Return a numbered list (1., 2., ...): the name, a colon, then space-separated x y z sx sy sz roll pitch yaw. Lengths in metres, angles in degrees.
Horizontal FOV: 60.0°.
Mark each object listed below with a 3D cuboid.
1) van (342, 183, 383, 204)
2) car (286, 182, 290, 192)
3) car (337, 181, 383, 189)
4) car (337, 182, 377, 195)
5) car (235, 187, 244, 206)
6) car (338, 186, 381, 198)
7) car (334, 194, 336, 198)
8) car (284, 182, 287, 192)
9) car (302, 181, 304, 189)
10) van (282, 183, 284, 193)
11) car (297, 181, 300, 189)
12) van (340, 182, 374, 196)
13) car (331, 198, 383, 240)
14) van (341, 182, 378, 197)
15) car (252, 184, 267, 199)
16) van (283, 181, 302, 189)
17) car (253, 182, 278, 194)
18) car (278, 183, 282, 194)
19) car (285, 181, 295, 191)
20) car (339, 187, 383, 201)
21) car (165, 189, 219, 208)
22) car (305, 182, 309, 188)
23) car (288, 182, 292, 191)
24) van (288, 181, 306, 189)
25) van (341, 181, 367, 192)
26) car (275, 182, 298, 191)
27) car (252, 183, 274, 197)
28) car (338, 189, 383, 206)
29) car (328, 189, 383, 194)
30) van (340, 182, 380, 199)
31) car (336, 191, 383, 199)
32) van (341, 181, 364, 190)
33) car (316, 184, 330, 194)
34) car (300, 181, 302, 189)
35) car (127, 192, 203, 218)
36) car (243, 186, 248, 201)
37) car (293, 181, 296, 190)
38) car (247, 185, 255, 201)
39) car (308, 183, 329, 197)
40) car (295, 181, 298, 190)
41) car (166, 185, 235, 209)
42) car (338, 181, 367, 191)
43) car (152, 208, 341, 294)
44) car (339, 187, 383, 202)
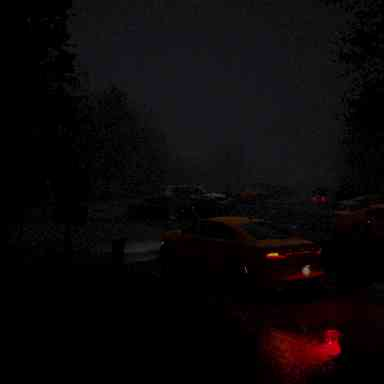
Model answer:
1. van: 17.983 0.122 34.529 4.442 1.987 1.878 1 3 24
2. car: 13.829 -0.530 57.583 4.792 1.488 2.163 1 2 24
3. car: 15.585 0.335 29.401 5.566 2.045 2.435 1 3 24
4. car: 25.730 -0.599 52.147 5.566 2.045 2.435 1 2 24
5. car: 1.535 0.612 29.664 5.366 1.575 1.946 1 3 24
6. car: 22.361 -0.065 44.566 5.008 1.535 2.097 1 2 24
7. car: 10.999 1.087 19.339 4.792 1.488 2.163 1 3 24
8. car: 12.694 -0.436 55.052 4.792 1.488 2.163 1 2 24
9. car: 22.938 -1.315 77.824 5.008 1.535 2.097 1 2 24
10. van: 11.691 -0.594 52.451 4.442 1.987 1.878 1 2 24
11. car: 19.366 -1.037 70.303 5.366 1.575 1.946 1 2 24
12. van: 24.516 -0.481 49.659 4.442 1.987 1.878 1 2 24
13. car: 8.805 1.289 14.390 5.008 1.535 2.097 1 3 24
14. van: 23.596 -0.383 47.037 4.442 1.987 1.878 1 2 24
15. car: 5.789 0.130 40.047 5.366 1.575 1.946 1 3 24
16. van: 25.108 -1.731 82.924 4.442 1.987 1.878 1 2 24
17. car: 9.342 -0.304 47.429 4.553 1.767 2.185 1 2 24
18. car: 10.475 -0.246 49.965 4.792 1.488 2.163 1 2 24
19. car: 15.959 -0.754 62.709 5.366 1.575 1.946 1 2 24
20. car: 20.117 0.162 39.508 4.792 1.488 2.163 1 2 24
21. car: -0.901 0.849 24.677 5.008 1.535 2.097 1 3 24
22. car: 26.377 -1.848 85.395 5.566 2.045 2.435 1 2 24
23. car: 14.965 -0.624 60.115 4.792 1.488 2.163 1 2 24
24. van: 28.509 -1.939 90.505 4.442 1.987 1.878 1 1 24
25. van: 31.581 -1.047 64.834 4.442 1.987 1.878 1 2 24
26. car: 20.643 -1.252 72.767 4.553 1.767 2.185 1 2 24
27. car: 7.213 0.028 42.314 5.366 1.575 1.946 1 3 24
28. car: 16.667 0.496 31.961 4.792 1.488 2.163 1 3 24
29. car: 13.124 0.816 24.451 5.366 1.575 1.946 1 3 24
30. van: 21.117 -0.195 42.063 4.442 1.987 1.878 1 2 24
31. car: 9.972 1.046 16.895 4.553 1.767 2.185 1 3 24
32. van: 36.115 -1.424 74.937 4.442 1.987 1.878 1 2 24
33. car: 22.457 -0.529 56.856 1.882 1.535 5.008 1 2 24
34. car: 21.779 -1.346 75.298 4.553 1.767 2.185 1 2 24
35. car: -2.068 0.997 22.162 4.792 1.488 2.163 1 3 24
36. car: 2.507 0.495 32.268 4.892 1.521 2.231 1 3 24
37. car: 17.269 -0.841 65.162 4.892 1.521 2.231 1 2 24
38. car: 3.468 0.369 34.876 5.366 1.575 1.946 1 3 24
39. car: 18.243 -0.165 47.467 2.128 1.511 4.902 1 2 24
40. car: 18.394 -0.936 67.698 4.892 1.521 2.231 1 2 24
41. car: 0.255 0.480 27.186 5.566 2.045 2.435 1 3 24
42. car: 34.849 -1.357 72.469 5.566 2.045 2.435 1 2 24
43. car: 0.934 1.364 8.580 1.882 1.535 5.008 2 -1 -31
44. car: 19.037 0.263 37.102 4.792 1.488 2.163 1 3 24
